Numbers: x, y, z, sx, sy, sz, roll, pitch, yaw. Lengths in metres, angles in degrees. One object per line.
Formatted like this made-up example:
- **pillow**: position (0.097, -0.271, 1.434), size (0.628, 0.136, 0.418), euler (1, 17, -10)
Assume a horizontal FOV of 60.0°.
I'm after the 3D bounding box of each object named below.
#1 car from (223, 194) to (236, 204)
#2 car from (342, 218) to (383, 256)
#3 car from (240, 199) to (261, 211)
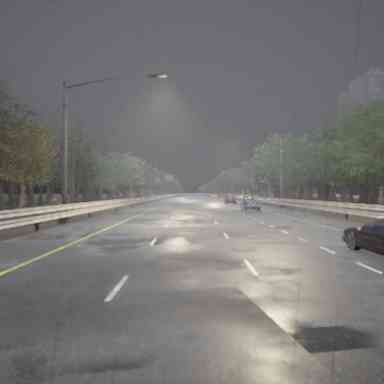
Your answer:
- **car**: position (7.163, 1.388, 63.556), size (2.097, 1.767, 4.553), euler (0, 0, 0)
- **car**: position (7.003, 1.553, 11.084), size (2.033, 1.411, 5.357), euler (0, 0, 0)
- **car**: position (7.075, 1.572, 40.677), size (2.033, 1.411, 5.357), euler (0, 0, 0)
